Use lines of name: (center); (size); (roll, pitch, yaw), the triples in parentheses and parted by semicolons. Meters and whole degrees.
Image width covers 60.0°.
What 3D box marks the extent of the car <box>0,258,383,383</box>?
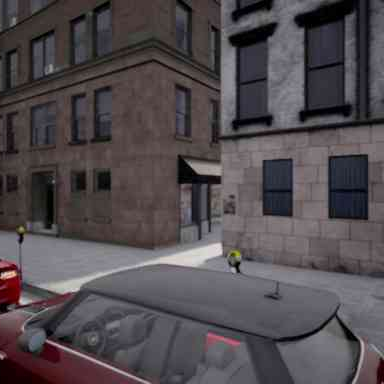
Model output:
car: (-0.455, 1.441, 3.128); (4.097, 1.590, 1.967); (0, 0, 35)
